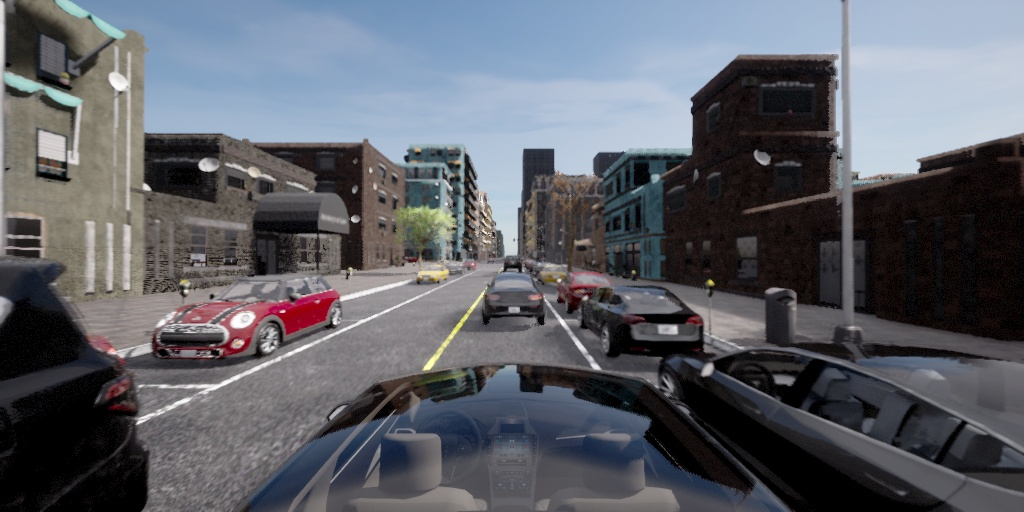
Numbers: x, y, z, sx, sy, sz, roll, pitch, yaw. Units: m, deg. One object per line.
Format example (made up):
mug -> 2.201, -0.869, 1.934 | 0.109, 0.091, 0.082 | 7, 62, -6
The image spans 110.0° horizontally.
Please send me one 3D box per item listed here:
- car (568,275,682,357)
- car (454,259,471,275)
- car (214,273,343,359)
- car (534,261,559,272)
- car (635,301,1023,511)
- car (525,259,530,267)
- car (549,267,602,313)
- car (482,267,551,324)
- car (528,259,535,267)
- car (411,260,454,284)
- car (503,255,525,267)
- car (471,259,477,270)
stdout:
car -> 2.692, 1.303, 8.288 | 1.948, 1.339, 4.313 | 0, 0, 0
car -> -5.810, 1.232, 37.599 | 2.007, 1.370, 4.403 | 0, 0, 0
car -> -5.688, 1.177, 8.290 | 1.967, 1.591, 4.097 | 0, 0, 0
car -> 2.753, 1.230, 24.751 | 1.751, 1.417, 4.829 | 0, 0, 0
car -> 2.692, 1.314, 2.755 | 1.948, 1.339, 4.313 | 0, 0, 0
car -> 2.823, 1.243, 40.517 | 1.948, 1.339, 4.313 | 0, 0, 0
car -> 2.700, 1.272, 13.514 | 1.888, 1.381, 4.507 | 0, 0, 0
car -> 0.028, 1.255, 11.787 | 1.812, 1.442, 4.674 | 0, 0, -1
car -> 2.794, 1.240, 32.972 | 2.007, 1.370, 4.403 | 0, 0, 0
car -> -5.757, 1.227, 26.364 | 1.751, 1.417, 4.829 | 0, 0, 0
car -> 0.100, 0.893, 43.748 | 2.150, 2.045, 5.566 | 0, 0, 0
car -> -5.817, 1.104, 48.418 | 1.967, 1.591, 4.097 | 0, 0, 0
